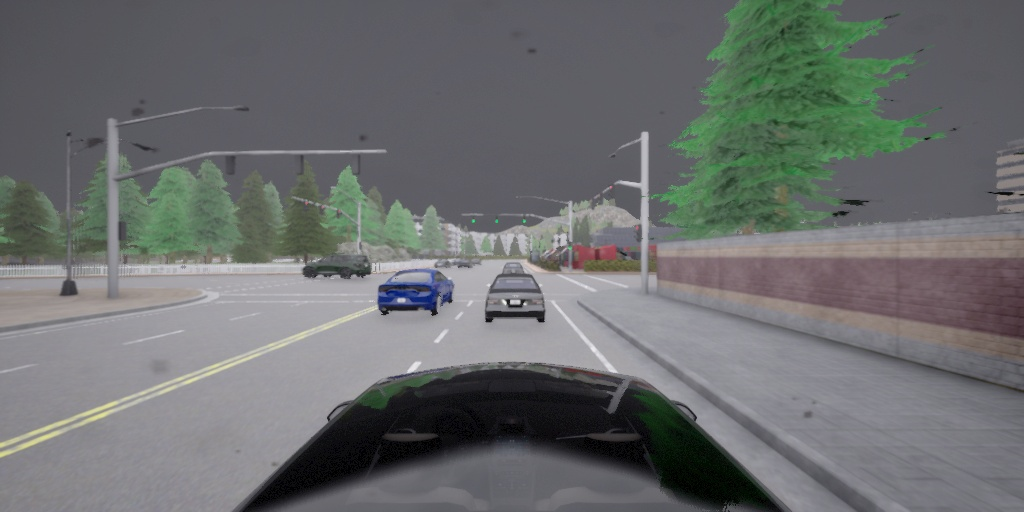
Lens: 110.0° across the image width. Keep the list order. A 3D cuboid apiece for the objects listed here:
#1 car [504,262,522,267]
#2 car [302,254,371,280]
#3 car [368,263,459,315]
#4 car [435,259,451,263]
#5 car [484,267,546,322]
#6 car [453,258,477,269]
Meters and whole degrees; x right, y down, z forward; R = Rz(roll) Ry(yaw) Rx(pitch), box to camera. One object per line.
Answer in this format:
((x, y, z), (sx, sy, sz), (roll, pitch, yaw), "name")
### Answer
((0.095, 1.241, 31.218), (2.033, 1.411, 5.357), (0, 0, 0), "car")
((-14.696, 0.893, 30.176), (5.566, 2.045, 2.150), (0, -1, 11), "car")
((-3.408, 1.211, 13.537), (1.882, 1.535, 5.008), (0, 0, 0), "car")
((-10.570, 1.169, 54.874), (2.128, 1.511, 4.902), (0, 0, 0), "car")
((0.092, 1.283, 12.156), (2.033, 1.411, 5.357), (0, 0, 0), "car")
((-7.068, 1.224, 54.527), (2.033, 1.411, 5.357), (0, 0, 0), "car")
